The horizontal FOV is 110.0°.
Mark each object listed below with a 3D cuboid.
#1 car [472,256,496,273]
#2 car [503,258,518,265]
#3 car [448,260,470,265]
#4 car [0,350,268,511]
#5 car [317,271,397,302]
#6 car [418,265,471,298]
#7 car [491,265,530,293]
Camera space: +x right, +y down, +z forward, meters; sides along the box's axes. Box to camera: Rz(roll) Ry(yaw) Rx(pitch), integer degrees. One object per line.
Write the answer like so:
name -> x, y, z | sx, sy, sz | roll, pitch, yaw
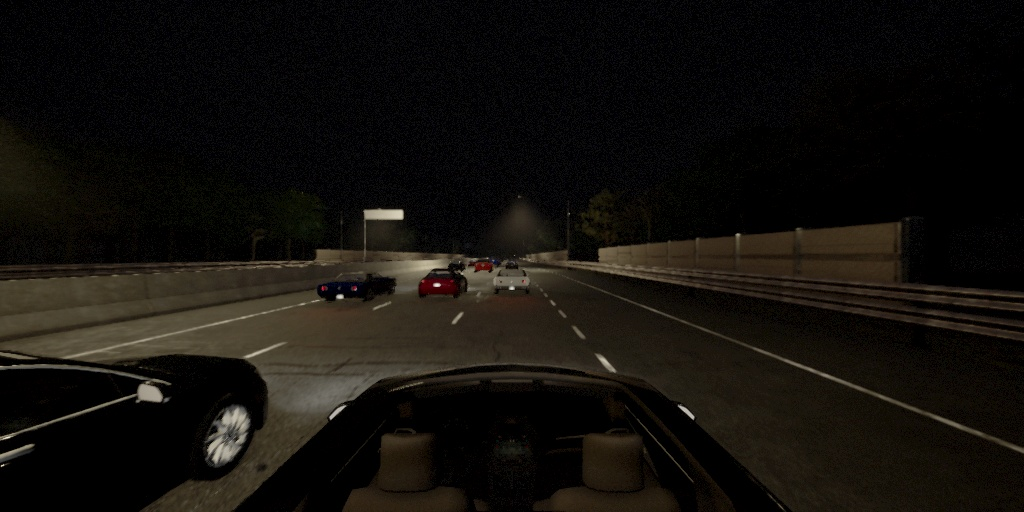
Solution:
car -> -3.512, 1.154, 45.727 | 2.097, 1.767, 4.553 | 0, 0, 0
car -> -0.015, 1.382, 55.749 | 1.994, 1.385, 4.181 | 0, 0, 0
car -> -7.013, 1.294, 45.823 | 2.128, 1.511, 4.902 | 0, 0, 0
car -> -3.499, 1.257, 1.821 | 1.837, 1.490, 4.892 | 0, 0, 0
car -> -7.005, 1.366, 16.832 | 1.895, 1.301, 4.718 | 0, 0, 0
car -> -3.506, 1.332, 18.793 | 1.994, 1.385, 4.181 | 0, 0, 0
car -> -0.005, 1.371, 20.782 | 1.895, 1.301, 4.718 | 0, 0, 0
